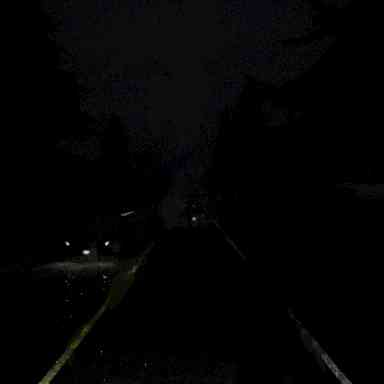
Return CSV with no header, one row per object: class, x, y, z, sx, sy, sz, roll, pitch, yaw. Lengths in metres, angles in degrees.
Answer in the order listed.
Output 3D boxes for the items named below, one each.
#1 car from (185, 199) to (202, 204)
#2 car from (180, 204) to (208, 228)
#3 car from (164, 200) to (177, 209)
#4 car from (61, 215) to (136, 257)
car,0.184,1.765,41.501,2.097,1.767,4.553,0,-1,0
car,0.149,1.808,24.453,1.994,1.385,4.181,0,-1,0
car,-3.455,2.036,54.785,2.128,1.511,4.902,0,-1,0
car,-3.575,1.685,13.904,2.033,1.411,5.357,0,-1,0
